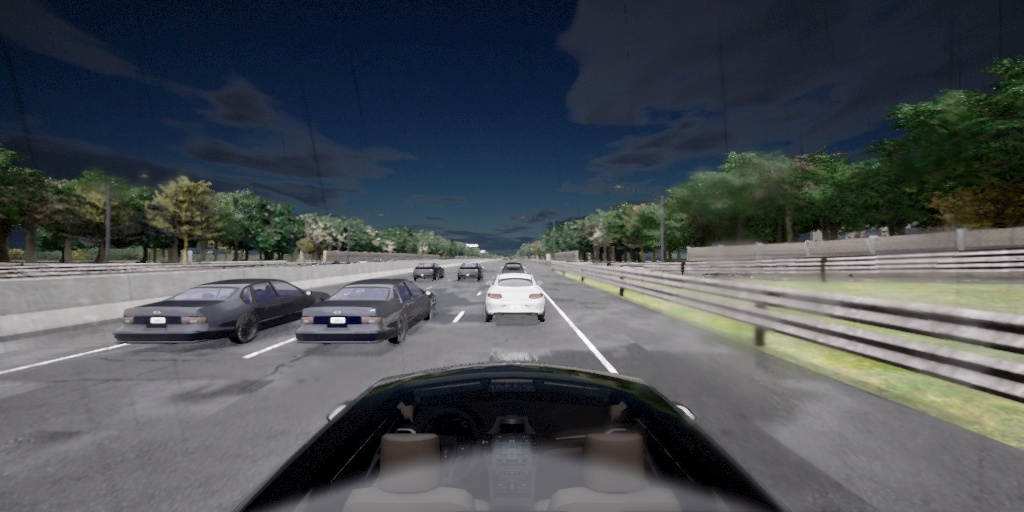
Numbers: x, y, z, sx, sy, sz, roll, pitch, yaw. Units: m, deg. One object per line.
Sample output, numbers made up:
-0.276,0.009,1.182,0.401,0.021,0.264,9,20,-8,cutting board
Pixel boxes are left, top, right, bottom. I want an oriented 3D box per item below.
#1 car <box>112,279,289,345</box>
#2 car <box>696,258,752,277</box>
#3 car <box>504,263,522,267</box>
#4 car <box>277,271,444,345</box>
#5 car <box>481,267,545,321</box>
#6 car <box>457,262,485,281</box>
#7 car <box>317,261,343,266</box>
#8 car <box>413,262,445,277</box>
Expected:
-6.901,1.303,9.495,2.033,1.411,5.357,0,0,0,car
19.188,1.033,32.809,2.097,1.767,4.553,0,-2,-20,car
0.096,1.293,30.316,1.837,1.490,4.892,0,0,0,car
-3.401,1.303,9.501,2.033,1.411,5.357,0,0,0,car
0.099,1.284,12.350,1.812,1.442,4.674,0,0,0,car
-3.404,1.279,30.133,2.128,1.511,4.902,0,0,0,car
-24.508,1.412,48.244,1.837,1.490,4.892,0,0,0,car
-6.904,1.279,30.107,2.128,1.511,4.902,0,0,0,car
